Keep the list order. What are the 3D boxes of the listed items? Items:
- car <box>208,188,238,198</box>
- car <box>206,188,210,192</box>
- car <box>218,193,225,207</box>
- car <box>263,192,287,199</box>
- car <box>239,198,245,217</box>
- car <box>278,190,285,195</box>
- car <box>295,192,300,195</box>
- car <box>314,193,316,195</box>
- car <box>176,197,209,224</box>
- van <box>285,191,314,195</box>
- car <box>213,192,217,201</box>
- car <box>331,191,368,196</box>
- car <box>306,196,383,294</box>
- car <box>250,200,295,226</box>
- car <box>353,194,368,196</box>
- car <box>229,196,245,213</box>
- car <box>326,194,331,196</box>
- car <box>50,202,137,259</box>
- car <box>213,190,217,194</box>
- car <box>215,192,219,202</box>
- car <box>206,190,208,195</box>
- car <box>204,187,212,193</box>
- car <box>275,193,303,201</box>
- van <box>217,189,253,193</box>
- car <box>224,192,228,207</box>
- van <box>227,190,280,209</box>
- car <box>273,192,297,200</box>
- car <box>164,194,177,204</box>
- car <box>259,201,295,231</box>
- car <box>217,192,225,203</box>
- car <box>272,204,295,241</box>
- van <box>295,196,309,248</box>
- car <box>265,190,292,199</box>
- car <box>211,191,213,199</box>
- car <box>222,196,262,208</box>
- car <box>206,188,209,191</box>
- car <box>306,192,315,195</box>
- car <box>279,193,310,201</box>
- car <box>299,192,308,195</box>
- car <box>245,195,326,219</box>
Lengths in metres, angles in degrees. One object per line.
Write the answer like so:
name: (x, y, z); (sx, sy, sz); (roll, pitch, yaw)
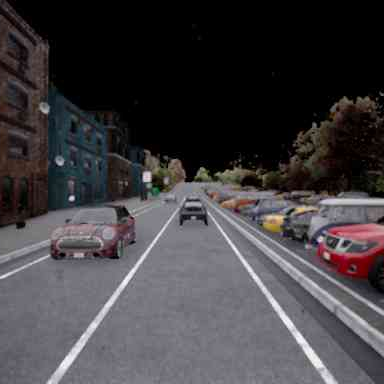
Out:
car: (6.333, 0.749, 63.854); (5.566, 2.045, 2.435); (0, 1, 0)
car: (6.395, 0.610, 80.573); (4.553, 1.767, 2.185); (0, 1, 0)
car: (6.032, 1.230, 38.808); (5.366, 1.575, 1.946); (0, 0, 0)
car: (19.439, 0.797, 77.914); (5.008, 1.535, 2.097); (0, 1, 0)
car: (6.171, 1.388, 24.892); (4.674, 1.452, 2.002); (0, 0, 0)
car: (19.347, 0.776, 61.064); (5.566, 2.045, 2.435); (0, 1, 0)
car: (19.348, 1.148, 52.712); (4.674, 1.452, 2.002); (0, 1, 0)
car: (19.345, 1.214, 44.359); (4.792, 1.488, 2.163); (0, 1, 0)
car: (0.101, 1.347, 22.959); (1.837, 1.490, 4.892); (0, 0, 0)
van: (19.249, 0.828, 58.279); (4.442, 1.987, 1.878); (0, 1, 0)
car: (6.272, 1.108, 52.725); (4.892, 1.521, 2.231); (0, 1, 0)
car: (19.266, 1.108, 38.787); (4.553, 1.767, 2.185); (0, 0, 0)
car: (6.081, 1.221, 8.190); (5.566, 2.045, 2.435); (0, 0, 0)
car: (6.155, 1.392, 19.324); (4.892, 1.521, 2.231); (0, 0, 0)
car: (19.272, 1.281, 33.218); (5.008, 1.535, 2.097); (0, 0, 0)
car: (6.159, 1.333, 30.458); (4.792, 1.488, 2.163); (0, 0, 0)
car: (19.278, 0.959, 41.569); (5.566, 2.045, 2.435); (0, 1, 0)
car: (-3.350, 1.271, 12.106); (2.097, 1.767, 4.553); (0, 0, 0)
car: (6.245, 0.953, 55.632); (4.553, 1.767, 2.185); (0, 1, 0)
car: (6.252, 1.158, 47.158); (5.008, 1.535, 2.097); (0, 1, 0)
car: (6.338, 0.855, 75.001); (5.008, 1.535, 2.097); (0, 1, 0)
car: (6.371, 0.269, 91.710); (4.553, 1.767, 2.185); (0, 2, 0)
car: (19.390, 0.973, 66.759); (5.008, 1.535, 2.097); (0, 1, 0)
van: (6.373, 0.907, 49.938); (4.442, 1.987, 1.878); (0, 1, 0)
car: (6.176, 1.131, 36.024); (4.553, 1.767, 2.185); (0, 0, 0)
van: (6.080, 1.054, 33.303); (4.442, 1.987, 1.878); (0, 1, 0)
car: (19.436, 0.815, 69.543); (4.553, 1.767, 2.185); (0, 1, 0)
car: (-3.357, 1.106, 53.175); (1.812, 1.442, 4.674); (0, 1, 0)
car: (6.324, 1.409, 16.541); (5.366, 1.575, 1.946); (0, 0, 0)
car: (6.231, 1.184, 44.375); (5.008, 1.535, 2.097); (0, 1, 0)
car: (6.123, 1.433, 13.759); (4.892, 1.521, 2.231); (0, 0, 0)
van: (6.003, 1.227, 10.974); (4.442, 1.987, 1.878); (0, 0, 0)
car: (19.452, 0.602, 75.121); (5.566, 2.045, 2.435); (0, 1, 0)
car: (6.471, 1.051, 58.290); (5.366, 1.575, 1.946); (0, 1, 0)
car: (6.229, 1.249, 41.591); (4.674, 1.452, 2.002); (0, 1, 0)
car: (6.404, 0.539, 83.352); (4.553, 1.767, 2.185); (0, 1, 0)
car: (19.333, 1.160, 47.142); (4.892, 1.521, 2.231); (0, 1, 0)
car: (19.570, 0.998, 63.850); (5.366, 1.575, 1.946); (0, 1, 0)
car: (19.341, 1.133, 49.927); (5.008, 1.535, 2.097); (0, 1, 0)
car: (6.127, 1.245, 22.108); (4.553, 1.767, 2.185); (0, 0, 0)
